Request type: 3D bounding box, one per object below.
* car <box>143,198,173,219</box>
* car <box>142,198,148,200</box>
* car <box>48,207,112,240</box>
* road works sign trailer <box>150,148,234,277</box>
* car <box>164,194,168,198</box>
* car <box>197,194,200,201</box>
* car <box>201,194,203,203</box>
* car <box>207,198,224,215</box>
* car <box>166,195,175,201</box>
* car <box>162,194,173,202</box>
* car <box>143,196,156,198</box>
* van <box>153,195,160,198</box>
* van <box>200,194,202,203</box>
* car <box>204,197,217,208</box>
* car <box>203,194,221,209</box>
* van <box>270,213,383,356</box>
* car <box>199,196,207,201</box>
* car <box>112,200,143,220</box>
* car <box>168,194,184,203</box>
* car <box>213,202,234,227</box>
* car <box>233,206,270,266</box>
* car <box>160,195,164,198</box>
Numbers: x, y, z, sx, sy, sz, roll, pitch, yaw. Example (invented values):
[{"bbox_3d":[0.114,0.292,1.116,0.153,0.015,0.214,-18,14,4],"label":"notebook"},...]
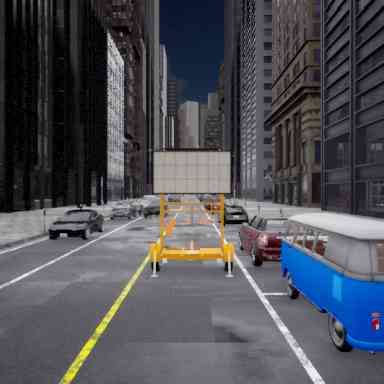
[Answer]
[{"bbox_3d":[-3.094,1.561,29.541,2.033,1.411,5.357,0,0,0],"label":"car"},{"bbox_3d":[-5.757,1.599,33.919,1.802,1.307,4.206,0,0,0],"label":"car"},{"bbox_3d":[-5.759,1.572,17.091,1.947,1.339,4.313,0,0,0],"label":"car"},{"bbox_3d":[0.002,0.467,10.220,2.380,3.560,2.880,0,0,0],"label":"road works sign trailer"},{"bbox_3d":[-5.753,1.353,56.357,2.192,1.841,5.009,0,0,0],"label":"car"},{"bbox_3d":[2.774,1.371,73.195,2.192,1.841,5.009,0,0,0],"label":"car"},{"bbox_3d":[2.770,1.342,45.149,2.192,1.841,5.009,0,0,0],"label":"car"},{"bbox_3d":[2.768,1.599,33.931,1.802,1.307,4.206,0,0,0],"label":"car"},{"bbox_3d":[-5.749,1.626,90.014,2.008,1.369,4.403,0,0,0],"label":"car"},{"bbox_3d":[-5.750,1.377,78.795,2.192,1.841,5.009,0,0,0],"label":"car"},{"bbox_3d":[-5.756,1.547,39.359,1.752,1.417,4.829,0,0,0],"label":"car"},{"bbox_3d":[-5.755,1.368,45.138,1.690,1.788,3.998,0,0,0],"label":"van"},{"bbox_3d":[2.773,1.385,61.977,1.690,1.788,3.998,0,0,0],"label":"van"},{"bbox_3d":[2.771,1.558,50.929,1.752,1.417,4.829,0,0,0],"label":"car"},{"bbox_3d":[2.769,1.337,39.540,2.192,1.841,5.009,0,0,0],"label":"car"},{"bbox_3d":[2.765,1.342,5.886,1.690,1.788,3.998,0,0,0],"label":"van"},{"bbox_3d":[2.776,1.613,84.413,1.887,1.381,4.507,0,0,0],"label":"car"},{"bbox_3d":[-5.757,1.563,28.310,2.008,1.369,4.403,0,0,0],"label":"car"},{"bbox_3d":[-2.990,1.591,62.092,2.033,1.411,5.357,0,0,0],"label":"car"},{"bbox_3d":[2.767,1.575,22.713,1.947,1.339,4.313,0,0,0],"label":"car"},{"bbox_3d":[2.765,1.443,11.495,1.967,1.590,4.097,0,0,0],"label":"car"},{"bbox_3d":[-5.754,1.473,50.748,1.967,1.590,4.097,0,0,0],"label":"car"}]
